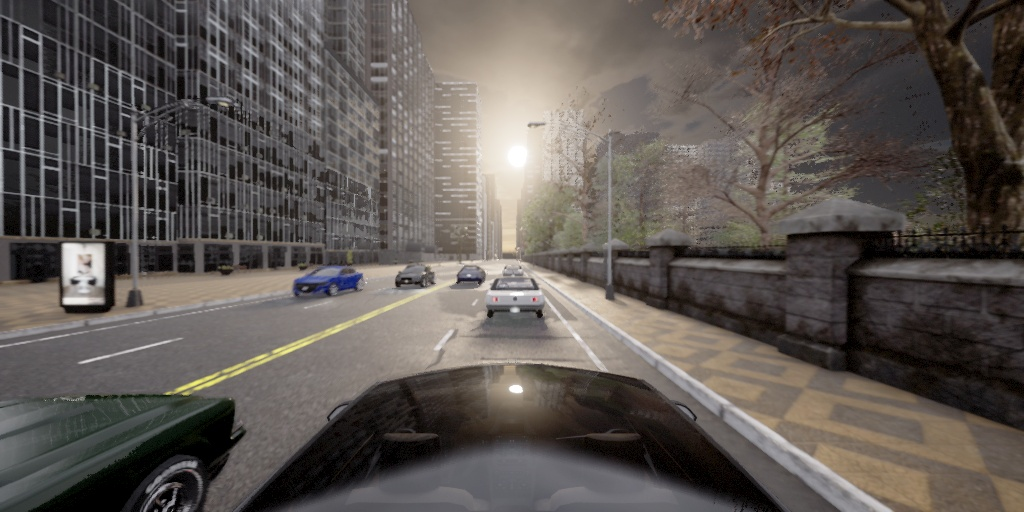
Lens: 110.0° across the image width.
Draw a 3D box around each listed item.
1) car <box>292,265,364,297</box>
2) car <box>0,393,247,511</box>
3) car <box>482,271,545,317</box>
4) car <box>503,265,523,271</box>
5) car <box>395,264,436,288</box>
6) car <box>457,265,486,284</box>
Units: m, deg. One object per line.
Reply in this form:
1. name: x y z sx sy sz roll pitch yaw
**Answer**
1. car: -9.814 1.293 19.545 1.882 1.535 5.008 0 -1 0
2. car: -3.150 1.348 0.832 1.895 1.301 4.718 0 0 0
3. car: 0.098 1.394 13.372 1.895 1.301 4.718 0 0 0
4. car: 0.095 1.470 33.762 1.895 1.301 4.718 0 0 0
5. car: -6.520 1.342 24.606 1.837 1.490 4.892 0 -1 0
6. car: -3.155 1.413 28.312 1.994 1.385 4.181 0 0 0
